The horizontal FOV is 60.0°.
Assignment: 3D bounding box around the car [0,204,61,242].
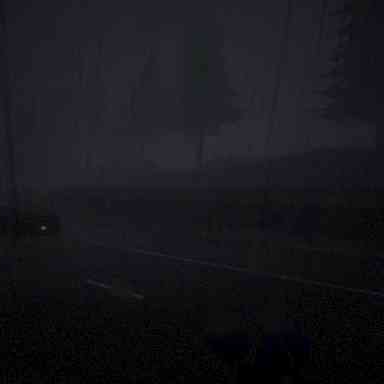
[{"bbox_3d":[-7.921,1.294,15.355,5.008,1.535,1.882,1,1,43],"label":"car"}]
